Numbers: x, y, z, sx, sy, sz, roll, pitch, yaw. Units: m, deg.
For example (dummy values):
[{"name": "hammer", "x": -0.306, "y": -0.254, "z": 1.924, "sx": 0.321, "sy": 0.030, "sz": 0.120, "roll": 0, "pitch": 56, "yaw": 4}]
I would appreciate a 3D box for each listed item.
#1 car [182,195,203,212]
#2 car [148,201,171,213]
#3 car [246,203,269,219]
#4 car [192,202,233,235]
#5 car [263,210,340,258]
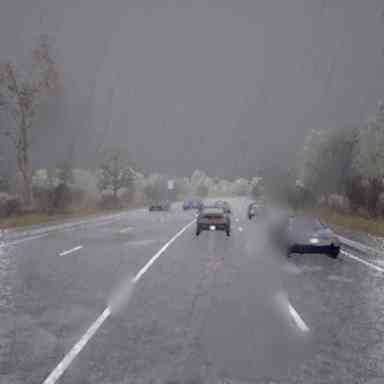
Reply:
[{"name": "car", "x": 0.157, "y": 1.393, "z": 42.472, "sx": 2.150, "sy": 2.045, "sz": 5.566, "roll": 0, "pitch": 0, "yaw": 7}, {"name": "car", "x": -3.755, "y": 1.743, "z": 39.285, "sx": 1.895, "sy": 1.301, "sz": 4.718, "roll": 0, "pitch": 0, "yaw": 7}, {"name": "car", "x": 5.947, "y": 1.691, "z": 30.255, "sx": 2.033, "sy": 1.411, "sz": 5.357, "roll": 0, "pitch": 0, "yaw": 7}, {"name": "car", "x": 1.281, "y": 1.588, "z": 19.442, "sx": 1.837, "sy": 1.490, "sz": 4.892, "roll": 0, "pitch": 0, "yaw": 5}, {"name": "car", "x": 4.269, "y": 1.633, "z": 13.246, "sx": 1.994, "sy": 1.385, "sz": 4.181, "roll": 0, "pitch": 0, "yaw": 4}]
